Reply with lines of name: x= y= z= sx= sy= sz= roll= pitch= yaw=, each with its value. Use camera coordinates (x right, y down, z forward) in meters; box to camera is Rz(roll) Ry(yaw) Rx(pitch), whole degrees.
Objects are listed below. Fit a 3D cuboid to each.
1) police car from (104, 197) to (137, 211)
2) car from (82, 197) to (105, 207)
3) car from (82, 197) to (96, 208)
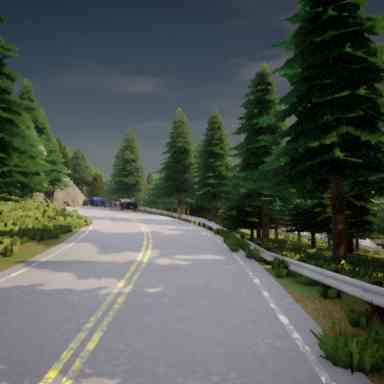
police car: x=-8.228 y=1.408 z=39.453 sx=1.930 sy=1.638 sz=5.238 roll=3 pitch=-1 yaw=-33
car: x=-13.847 y=1.424 z=47.466 sx=1.882 sy=1.535 sz=5.008 roll=3 pitch=-2 yaw=-30
car: x=-16.273 y=1.699 z=52.518 sx=1.812 sy=1.442 sz=4.674 roll=2 pitch=-4 yaw=-21
